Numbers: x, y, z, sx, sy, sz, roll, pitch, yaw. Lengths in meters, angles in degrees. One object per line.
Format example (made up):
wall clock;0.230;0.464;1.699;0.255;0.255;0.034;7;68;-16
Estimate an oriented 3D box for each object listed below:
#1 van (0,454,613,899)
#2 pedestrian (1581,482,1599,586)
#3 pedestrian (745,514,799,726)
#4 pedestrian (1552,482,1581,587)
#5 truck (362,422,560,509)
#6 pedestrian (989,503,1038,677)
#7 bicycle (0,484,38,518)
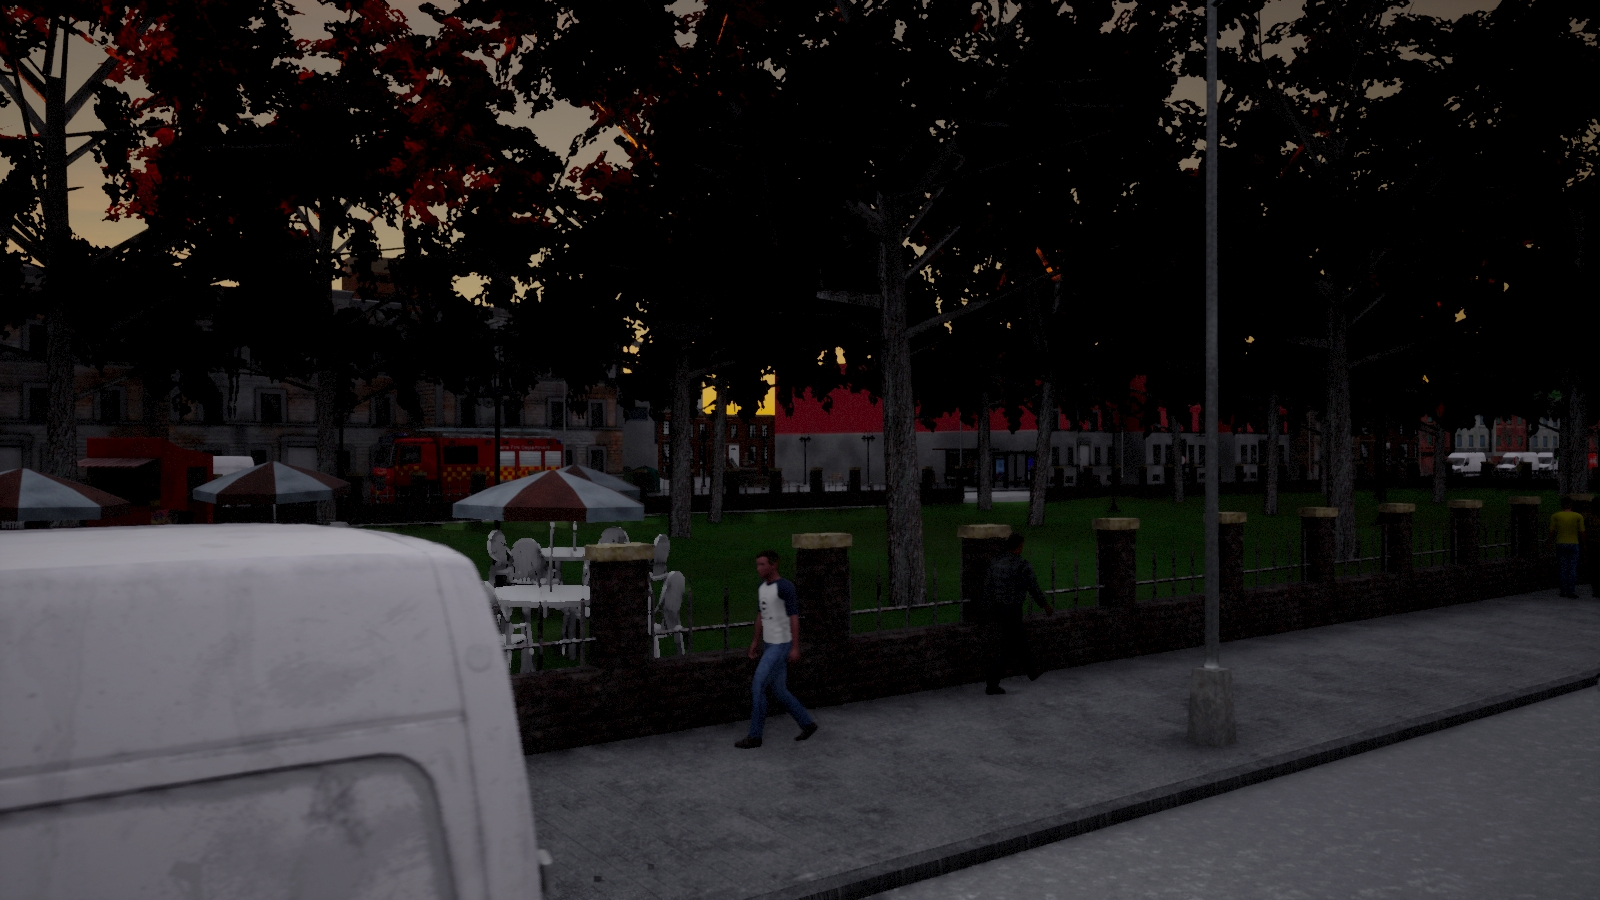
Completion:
van;-3.450;1.313;1.936;5.915;2.561;1.988;0;0;-35
pedestrian;14.542;1.525;20.853;0.375;1.860;0.375;0;0;16
pedestrian;-0.260;1.525;10.420;0.375;1.860;0.375;0;0;-25
pedestrian;13.946;1.526;20.784;0.375;1.860;0.375;0;0;43
truck;-15.884;0.671;53.854;8.468;3.827;2.891;0;0;-35
pedestrian;2.362;1.525;12.626;0.375;1.860;0.375;0;0;-36
bicycle;-30.089;1.940;43.427;1.835;1.271;0.329;0;0;-36
